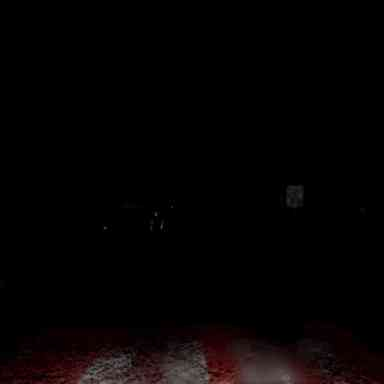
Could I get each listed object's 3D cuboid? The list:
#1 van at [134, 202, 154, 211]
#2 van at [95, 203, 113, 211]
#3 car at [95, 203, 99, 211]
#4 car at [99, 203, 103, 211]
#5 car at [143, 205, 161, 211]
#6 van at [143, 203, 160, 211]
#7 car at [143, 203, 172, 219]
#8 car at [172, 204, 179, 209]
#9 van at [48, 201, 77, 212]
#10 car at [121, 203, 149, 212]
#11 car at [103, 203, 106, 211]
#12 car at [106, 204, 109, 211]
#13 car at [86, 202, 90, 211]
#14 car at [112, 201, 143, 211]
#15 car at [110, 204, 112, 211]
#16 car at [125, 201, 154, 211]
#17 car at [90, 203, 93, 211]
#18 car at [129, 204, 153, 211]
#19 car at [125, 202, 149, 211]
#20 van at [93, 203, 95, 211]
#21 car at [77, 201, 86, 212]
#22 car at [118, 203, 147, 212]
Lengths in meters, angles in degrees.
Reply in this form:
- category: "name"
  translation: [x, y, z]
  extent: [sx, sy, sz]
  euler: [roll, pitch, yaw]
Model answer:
- category: "van"
  translation: [-11.121, 3.437, 77.421]
  extent: [4.442, 1.987, 1.878]
  euler: [0, -3, 0]
- category: "van"
  translation: [-24.083, 4.156, 91.339]
  extent: [4.442, 1.987, 1.878]
  euler: [0, -3, 0]
- category: "car"
  translation: [-24.031, 3.418, 74.734]
  extent: [4.553, 1.767, 2.185]
  euler: [0, -3, 0]
- category: "car"
  translation: [-24.079, 3.677, 77.369]
  extent: [5.008, 1.535, 2.097]
  euler: [0, -3, 0]
- category: "car"
  translation: [-11.171, 4.531, 94.050]
  extent: [4.792, 1.488, 2.163]
  euler: [0, -3, 0]
- category: "van"
  translation: [-11.002, 4.136, 91.286]
  extent: [4.442, 1.987, 1.878]
  euler: [0, -3, 0]
- category: "car"
  translation: [-3.661, 2.086, 36.104]
  extent: [2.128, 1.511, 4.902]
  euler: [0, -1, 0]
- category: "car"
  translation: [-3.933, 3.429, 77.738]
  extent: [1.882, 1.535, 5.008]
  euler: [0, -3, -1]
- category: "van"
  translation: [-24.065, 2.639, 60.786]
  extent: [4.442, 1.987, 1.878]
  euler: [0, -3, 0]
- category: "car"
  translation: [-10.896, 2.973, 63.551]
  extent: [5.008, 1.535, 2.097]
  euler: [0, -3, 0]
- category: "car"
  translation: [-24.103, 3.823, 80.262]
  extent: [5.008, 1.535, 2.097]
  euler: [0, -3, 0]
- category: "car"
  translation: [-24.125, 3.964, 83.028]
  extent: [4.892, 1.521, 2.231]
  euler: [0, -3, 0]
- category: "car"
  translation: [-23.809, 3.124, 66.432]
  extent: [5.366, 1.575, 1.946]
  euler: [0, -3, 0]
- category: "car"
  translation: [-10.659, 2.730, 58.018]
  extent: [5.366, 1.575, 1.946]
  euler: [0, -3, 0]
- category: "car"
  translation: [-23.992, 4.239, 88.564]
  extent: [5.366, 1.575, 1.946]
  euler: [0, -3, -1]
- category: "car"
  translation: [-10.908, 2.991, 69.106]
  extent: [5.566, 2.045, 2.435]
  euler: [0, -3, 0]
- category: "car"
  translation: [-24.010, 3.265, 69.194]
  extent: [4.892, 1.521, 2.231]
  euler: [0, -3, 0]
- category: "car"
  translation: [-10.988, 3.412, 71.864]
  extent: [4.792, 1.488, 2.163]
  euler: [0, -3, 0]
- category: "car"
  translation: [-10.944, 2.980, 66.331]
  extent: [4.553, 1.767, 2.185]
  euler: [0, -3, 0]
- category: "van"
  translation: [-24.157, 3.179, 71.972]
  extent: [4.442, 1.987, 1.878]
  euler: [0, -3, 0]
- category: "car"
  translation: [-23.999, 2.742, 63.677]
  extent: [5.566, 2.045, 2.435]
  euler: [0, -3, 0]
- category: "car"
  translation: [-10.873, 2.850, 60.782]
  extent: [4.892, 1.521, 2.231]
  euler: [0, -3, 0]
